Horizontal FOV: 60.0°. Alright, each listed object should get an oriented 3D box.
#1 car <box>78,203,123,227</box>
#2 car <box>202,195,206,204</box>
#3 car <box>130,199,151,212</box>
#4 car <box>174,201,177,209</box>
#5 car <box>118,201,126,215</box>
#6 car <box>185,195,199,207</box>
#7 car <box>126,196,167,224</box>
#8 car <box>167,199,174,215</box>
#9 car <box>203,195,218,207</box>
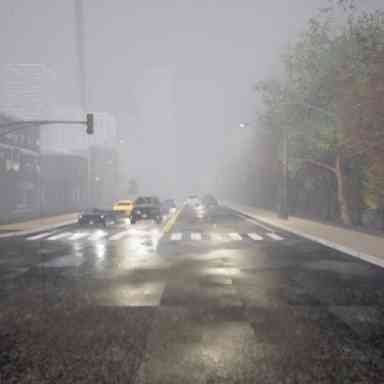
[{"bbox_3d":[-6.636,1.710,24.123,1.895,1.301,4.718,0,0,0],"label":"car"},{"bbox_3d":[3.176,1.513,65.662,2.150,2.045,5.566,0,0,0],"label":"car"},{"bbox_3d":[-6.638,1.699,43.359,1.837,1.490,4.892,0,0,0],"label":"car"},{"bbox_3d":[-3.377,1.747,49.433,1.812,1.442,4.674,0,0,0],"label":"car"},{"bbox_3d":[-6.638,1.628,33.255,1.882,1.535,5.008,0,0,0],"label":"car"},{"bbox_3d":[0.040,1.468,55.111,2.150,2.045,5.566,0,0,0],"label":"car"},{"bbox_3d":[-3.393,1.339,25.981,2.150,2.045,5.566,0,0,-2],"label":"car"},{"bbox_3d":[-3.393,1.712,36.553,2.033,1.411,5.357,0,0,0],"label":"car"},{"bbox_3d":[3.288,1.751,55.198,1.837,1.490,4.892,0,0,0],"label":"car"}]
